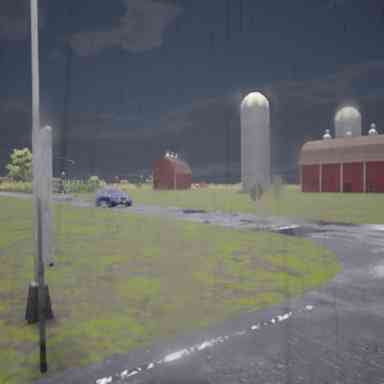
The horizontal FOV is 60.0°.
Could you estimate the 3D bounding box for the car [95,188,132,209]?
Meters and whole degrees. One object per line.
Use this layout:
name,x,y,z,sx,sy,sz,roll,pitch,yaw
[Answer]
car,-8.376,0.589,35.117,2.150,2.045,5.566,-1,2,-37

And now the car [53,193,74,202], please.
car,-19.297,0.793,49.720,1.895,1.301,4.718,-1,2,-37
